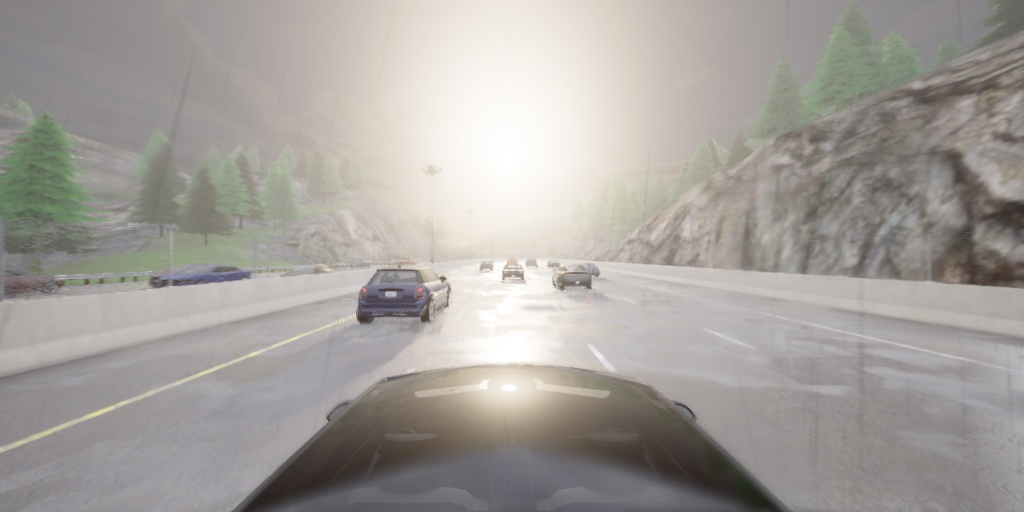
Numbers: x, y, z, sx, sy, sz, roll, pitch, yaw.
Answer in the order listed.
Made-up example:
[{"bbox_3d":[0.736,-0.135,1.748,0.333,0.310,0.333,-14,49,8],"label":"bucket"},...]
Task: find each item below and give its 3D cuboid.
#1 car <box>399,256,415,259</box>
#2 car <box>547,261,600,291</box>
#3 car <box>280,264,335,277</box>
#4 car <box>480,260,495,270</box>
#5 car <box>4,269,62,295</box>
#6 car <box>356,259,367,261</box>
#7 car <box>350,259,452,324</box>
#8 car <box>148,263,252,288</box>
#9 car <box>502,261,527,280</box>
[{"bbox_3d":[-17.552,1.036,59.254,2.150,2.045,5.566,0,0,0],"label":"car"},{"bbox_3d":[3.586,1.248,22.017,2.128,1.511,4.902,0,0,0],"label":"car"},{"bbox_3d":[-14.095,1.278,25.024,1.812,1.442,4.674,0,0,0],"label":"car"},{"bbox_3d":[-3.530,1.310,51.318,2.033,1.411,5.357,0,0,1],"label":"car"},{"bbox_3d":[-24.595,1.310,16.982,1.994,1.385,4.181,0,0,0],"label":"car"},{"bbox_3d":[-24.548,1.252,58.234,2.128,1.511,4.902,0,0,0],"label":"car"},{"bbox_3d":[-3.398,1.104,12.179,2.097,1.767,4.553,0,0,0],"label":"car"},{"bbox_3d":[-17.593,1.227,20.890,1.882,1.535,5.008,0,0,0],"label":"car"},{"bbox_3d":[0.096,1.359,31.573,1.895,1.301,4.718,0,0,0],"label":"car"}]
